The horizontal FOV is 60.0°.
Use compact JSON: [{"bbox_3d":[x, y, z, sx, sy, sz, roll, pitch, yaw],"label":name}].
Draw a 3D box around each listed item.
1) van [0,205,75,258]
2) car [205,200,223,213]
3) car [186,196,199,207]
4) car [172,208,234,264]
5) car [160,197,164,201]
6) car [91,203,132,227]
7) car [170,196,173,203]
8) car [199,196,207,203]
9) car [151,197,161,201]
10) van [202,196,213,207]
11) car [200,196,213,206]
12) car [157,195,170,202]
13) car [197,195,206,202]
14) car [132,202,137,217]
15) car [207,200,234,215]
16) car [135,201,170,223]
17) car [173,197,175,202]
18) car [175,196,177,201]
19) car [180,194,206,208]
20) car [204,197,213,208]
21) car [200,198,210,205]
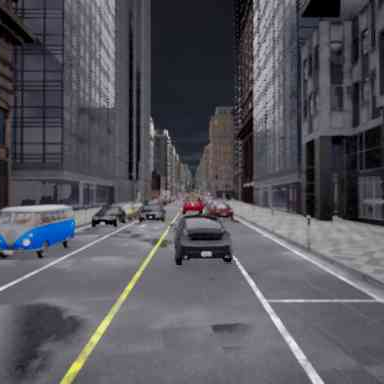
[{"bbox_3d":[-5.851,1.411,12.714,1.690,1.788,3.998,1,0,0],"label":"van"},{"bbox_3d":[2.662,1.768,40.832,1.887,1.381,4.507,1,0,0],"label":"car"},{"bbox_3d":[0.078,1.665,56.772,2.097,1.767,4.553,0,0,0],"label":"car"},{"bbox_3d":[0.281,1.572,12.186,1.837,1.490,4.892,0,0,-3],"label":"car"},{"bbox_3d":[-5.868,1.832,52.084,1.887,1.381,4.507,1,0,0],"label":"car"},{"bbox_3d":[-5.858,1.697,23.962,1.947,1.339,4.313,1,0,0],"label":"car"},{"bbox_3d":[-5.876,1.963,74.582,1.887,1.381,4.507,1,0,0],"label":"car"},{"bbox_3d":[2.649,1.891,80.201,1.967,1.590,4.097,1,0,0],"label":"car"},{"bbox_3d":[-5.866,1.821,46.460,1.947,1.339,4.313,1,0,0],"label":"car"},{"bbox_3d":[2.658,1.659,57.705,1.690,1.788,3.998,1,0,0],"label":"van"},{"bbox_3d":[2.656,1.666,63.330,2.192,1.841,5.009,1,0,0],"label":"car"},{"bbox_3d":[-5.869,1.667,63.334,2.192,1.841,5.009,1,0,0],"label":"car"},{"bbox_3d":[2.646,1.833,91.451,2.192,1.841,5.009,1,0,0],"label":"car"},{"bbox_3d":[-5.859,1.687,29.417,1.752,1.417,4.829,1,0,0],"label":"car"},{"bbox_3d":[2.666,1.706,29.583,1.887,1.381,4.507,1,0,0],"label":"car"},{"bbox_3d":[-3.106,1.711,26.935,1.994,1.385,4.181,0,0,0],"label":"car"},{"bbox_3d":[-5.875,1.767,80.208,2.192,1.841,5.009,1,0,0],"label":"car"},{"bbox_3d":[-5.881,2.043,91.286,1.752,1.417,4.829,1,0,0],"label":"car"},{"bbox_3d":[0.088,1.426,36.968,2.150,2.045,5.566,0,0,0],"label":"car"},{"bbox_3d":[2.665,1.632,35.208,1.967,1.590,4.097,1,0,0],"label":"car"},{"bbox_3d":[2.652,1.935,68.953,2.008,1.369,4.403,1,0,0],"label":"car"}]
